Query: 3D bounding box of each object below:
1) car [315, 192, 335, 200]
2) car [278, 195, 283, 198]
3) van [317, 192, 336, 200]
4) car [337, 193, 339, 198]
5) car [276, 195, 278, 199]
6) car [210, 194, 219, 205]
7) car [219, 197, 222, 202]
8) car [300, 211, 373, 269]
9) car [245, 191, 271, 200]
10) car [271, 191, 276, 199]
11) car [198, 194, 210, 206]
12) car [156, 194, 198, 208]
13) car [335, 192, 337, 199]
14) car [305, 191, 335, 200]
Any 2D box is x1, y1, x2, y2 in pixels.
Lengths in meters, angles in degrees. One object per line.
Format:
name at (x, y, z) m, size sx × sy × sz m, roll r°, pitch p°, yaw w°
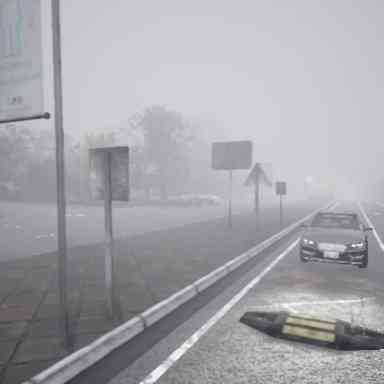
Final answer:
car at (33.467, 1.019, 83.750) m, size 4.553 × 1.767 × 2.185 m, roll 1°, pitch 0°, yaw 26°
car at (20.446, 0.816, 86.843) m, size 4.553 × 1.767 × 2.185 m, roll 1°, pitch 0°, yaw 26°
van at (34.756, 0.937, 86.243) m, size 4.442 × 1.987 × 1.878 m, roll 1°, pitch 0°, yaw 26°
car at (32.205, 0.879, 81.250) m, size 5.566 × 2.045 × 2.435 m, roll 1°, pitch 0°, yaw 26°
car at (18.005, 0.960, 81.838) m, size 4.674 × 1.452 × 2.002 m, roll 1°, pitch 0°, yaw 26°
car at (0.681, 1.016, 45.796) m, size 5.008 × 1.535 × 2.097 m, roll 1°, pitch 1°, yaw 26°
car at (2.052, 1.046, 48.631) m, size 4.674 × 1.452 × 2.002 m, roll 1°, pitch 1°, yaw 26°
car at (4.881, 1.436, 11.289) m, size 2.128 × 1.511 × 4.902 m, roll 1°, pitch 1°, yaw 26°
car at (14.395, 0.913, 74.303) m, size 5.008 × 1.535 × 2.097 m, roll 1°, pitch 1°, yaw 26°
car at (16.797, 0.913, 79.326) m, size 5.008 × 1.535 × 2.097 m, roll 1°, pitch 0°, yaw 26°
car at (-0.726, 1.029, 42.841) m, size 4.892 × 1.521 × 2.231 m, roll 1°, pitch 1°, yaw 26°
car at (-2.148, 1.079, 39.890) m, size 4.674 × 1.452 × 2.002 m, roll 1°, pitch 1°, yaw 26°
car at (28.566, 0.852, 73.668) m, size 5.566 × 2.045 × 2.435 m, roll 1°, pitch 0°, yaw 26°
car at (27.381, 1.103, 71.130) m, size 4.892 × 1.521 × 2.231 m, roll 1°, pitch 0°, yaw 26°
